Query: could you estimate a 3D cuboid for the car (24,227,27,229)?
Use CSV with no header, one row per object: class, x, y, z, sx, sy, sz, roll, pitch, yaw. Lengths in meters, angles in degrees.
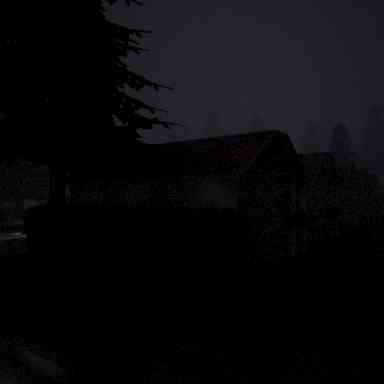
car,-9.409,1.869,23.719,2.097,1.767,4.553,-1,-1,36
